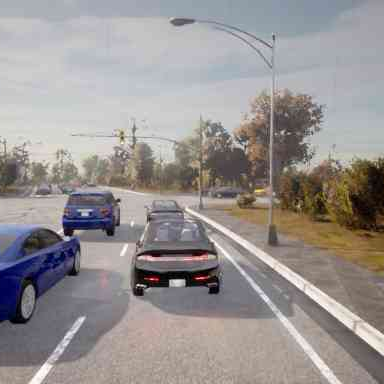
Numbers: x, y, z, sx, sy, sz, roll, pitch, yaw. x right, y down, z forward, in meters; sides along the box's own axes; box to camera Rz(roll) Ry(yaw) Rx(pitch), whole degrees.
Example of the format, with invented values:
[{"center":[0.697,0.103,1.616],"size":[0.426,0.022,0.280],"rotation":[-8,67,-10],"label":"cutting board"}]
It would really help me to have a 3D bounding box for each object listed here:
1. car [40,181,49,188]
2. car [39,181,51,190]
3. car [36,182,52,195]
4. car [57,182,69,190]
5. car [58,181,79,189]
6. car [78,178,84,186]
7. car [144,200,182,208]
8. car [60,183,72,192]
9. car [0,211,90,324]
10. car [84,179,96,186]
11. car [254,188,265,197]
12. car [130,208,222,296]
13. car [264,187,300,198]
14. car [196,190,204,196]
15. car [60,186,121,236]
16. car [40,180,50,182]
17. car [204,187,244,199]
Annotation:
[{"center":[-34.352,-1.692,77.325],"size":[1.837,1.490,4.892],"rotation":[-1,3,-24],"label":"car"},{"center":[-30.127,-1.406,68.031],"size":[2.097,1.767,4.553],"rotation":[-1,3,-24],"label":"car"},{"center":[-22.230,-0.358,49.992],"size":[1.812,1.442,4.674],"rotation":[-1,3,-23],"label":"car"},{"center":[-27.427,-1.356,70.555],"size":[2.128,1.511,4.902],"rotation":[-1,3,-24],"label":"car"},{"center":[-19.495,-0.517,52.539],"size":[2.128,1.511,4.902],"rotation":[-1,3,-23],"label":"car"},{"center":[-28.401,-2.018,81.138],"size":[2.097,1.767,4.553],"rotation":[-1,3,-24],"label":"car"},{"center":[-1.512,1.158,17.812],"size":[2.128,1.511,4.902],"rotation":[0,2,-8],"label":"car"},{"center":[-23.225,-0.931,61.171],"size":[1.837,1.490,4.892],"rotation":[-1,3,-23],"label":"car"},{"center":[-3.811,1.424,7.033],"size":[1.882,1.535,5.008],"rotation":[0,1,-4],"label":"car"},{"center":[-25.240,-1.851,82.652],"size":[1.895,1.301,4.718],"rotation":[-1,3,-24],"label":"car"},{"center":[11.714,0.020,50.175],"size":[5.008,1.535,1.882],"rotation":[2,2,-21],"label":"car"},{"center":[-0.441,1.407,8.494],"size":[2.128,1.511,4.902],"rotation":[0,1,-4],"label":"car"},{"center":[13.107,0.309,46.970],"size":[4.718,1.301,1.895],"rotation":[1,2,-21],"label":"car"},{"center":[2.994,0.007,46.839],"size":[4.718,1.301,1.895],"rotation":[0,3,-20],"label":"car"},{"center":[-4.845,0.936,16.591],"size":[2.150,2.045,5.566],"rotation":[0,2,-8],"label":"car"},{"center":[-26.014,-1.100,58.809],"size":[2.150,2.045,5.566],"rotation":[-1,3,-23],"label":"car"},{"center":[4.496,0.076,43.645],"size":[4.892,1.490,1.837],"rotation":[0,3,-21],"label":"car"}]
